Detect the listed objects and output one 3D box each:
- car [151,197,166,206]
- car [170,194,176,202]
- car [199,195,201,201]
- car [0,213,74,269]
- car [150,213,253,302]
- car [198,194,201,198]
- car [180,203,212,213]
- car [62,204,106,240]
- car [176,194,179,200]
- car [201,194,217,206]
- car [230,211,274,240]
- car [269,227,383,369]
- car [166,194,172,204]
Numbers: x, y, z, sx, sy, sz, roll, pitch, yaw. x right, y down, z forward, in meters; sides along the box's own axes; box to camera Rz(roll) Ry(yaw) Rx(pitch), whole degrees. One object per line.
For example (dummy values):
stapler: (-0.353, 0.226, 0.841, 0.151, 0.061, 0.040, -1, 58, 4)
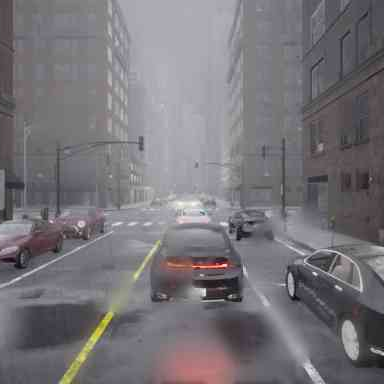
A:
car: (-5.629, 1.617, 53.665, 1.802, 1.307, 4.206, 0, 0, 0)
car: (-5.578, 1.625, 80.537, 1.752, 1.417, 4.829, 0, 0, 0)
car: (2.917, 1.606, 64.469, 2.008, 1.369, 4.403, 0, 0, 0)
car: (-5.669, 1.582, 11.060, 1.802, 1.307, 4.206, 0, 0, 0)
car: (0.099, 1.505, 8.226, 1.837, 1.490, 4.892, 0, 0, 0)
car: (2.936, 1.523, 75.287, 1.967, 1.590, 4.097, 0, 0, 0)
car: (0.084, 1.526, 17.373, 1.812, 1.442, 4.674, 0, 0, -1)
car: (-5.668, 1.441, 16.562, 1.967, 1.590, 4.097, 0, 0, 0)
car: (-5.558, 1.456, 91.525, 2.192, 1.841, 5.009, 0, 0, 0)
car: (2.895, 1.476, 53.651, 1.967, 1.590, 4.097, 0, 0, 0)
car: (2.857, 1.566, 16.561, 1.947, 1.339, 4.313, 0, 0, 0)
car: (2.856, 1.551, 5.558, 2.008, 1.369, 4.403, 0, 0, 0)
car: (-5.608, 1.606, 64.482, 2.008, 1.369, 4.403, 0, 0, 0)
